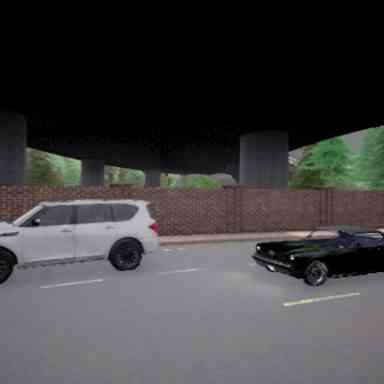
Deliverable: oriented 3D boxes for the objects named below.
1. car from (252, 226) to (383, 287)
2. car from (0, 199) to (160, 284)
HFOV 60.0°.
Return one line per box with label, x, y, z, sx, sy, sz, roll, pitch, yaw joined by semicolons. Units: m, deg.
car;4.110;1.666;9.380;4.718;1.301;1.895;1;0;-22
car;-3.669;1.223;9.567;5.566;2.045;2.150;1;0;-29
